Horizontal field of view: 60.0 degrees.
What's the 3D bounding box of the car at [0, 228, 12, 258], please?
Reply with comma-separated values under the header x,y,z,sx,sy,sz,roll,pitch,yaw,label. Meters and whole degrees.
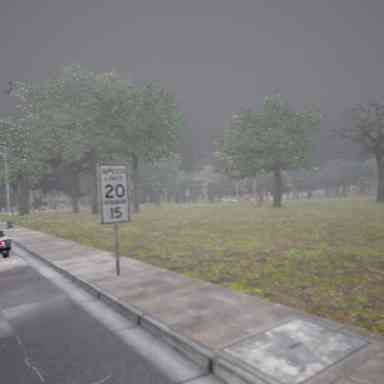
x,y,z,sx,sy,sz,roll,pitch,yaw,label
-9.105,2.155,14.307,1.895,1.301,4.718,-3,0,-35,car
